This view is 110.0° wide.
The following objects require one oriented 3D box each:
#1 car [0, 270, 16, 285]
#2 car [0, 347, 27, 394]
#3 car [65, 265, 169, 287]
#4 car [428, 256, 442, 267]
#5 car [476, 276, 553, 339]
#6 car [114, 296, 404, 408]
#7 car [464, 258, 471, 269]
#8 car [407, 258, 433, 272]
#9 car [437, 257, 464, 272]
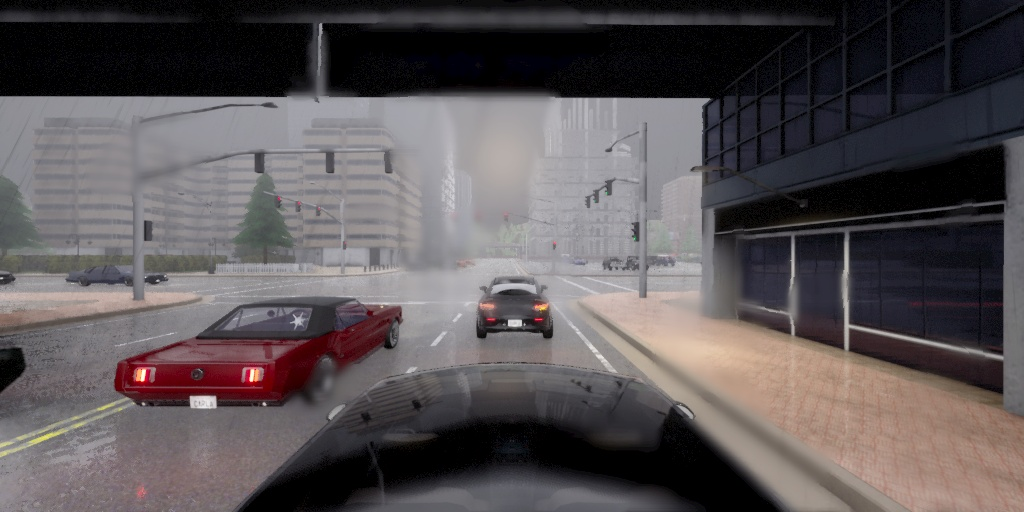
[{"bbox_3d":[-36.882,1.255,24.227,4.892,1.490,1.837,0,0,0],"label":"car"},{"bbox_3d":[-7.099,1.351,2.262,1.895,1.301,4.718,0,0,0],"label":"car"},{"bbox_3d":[-26.674,1.297,24.285,5.357,1.411,2.033,0,0,0],"label":"car"},{"bbox_3d":[-11.656,0.971,53.968,2.150,2.045,5.566,0,0,-1],"label":"car"},{"bbox_3d":[0.071,1.276,10.004,1.812,1.442,4.674,0,0,0],"label":"car"},{"bbox_3d":[-3.440,1.351,6.237,1.895,1.301,4.718,0,0,0],"label":"car"},{"bbox_3d":[-8.173,1.102,56.317,2.097,1.767,4.553,0,0,0],"label":"car"},{"bbox_3d":[-11.582,1.314,44.610,1.994,1.385,4.181,0,0,0],"label":"car"},{"bbox_3d":[-8.107,1.241,47.406,2.128,1.511,4.902,0,0,0],"label":"car"}]
